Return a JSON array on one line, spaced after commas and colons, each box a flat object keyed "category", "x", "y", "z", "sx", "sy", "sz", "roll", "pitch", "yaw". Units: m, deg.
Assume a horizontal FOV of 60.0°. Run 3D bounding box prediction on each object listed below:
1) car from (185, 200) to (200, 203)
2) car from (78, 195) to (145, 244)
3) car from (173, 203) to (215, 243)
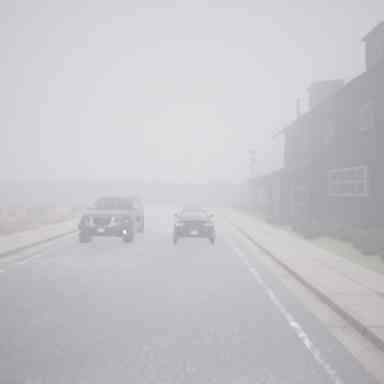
[{"category": "car", "x": 0.062, "y": 1.461, "z": 31.767, "sx": 2.033, "sy": 1.411, "sz": 5.357, "roll": 1, "pitch": 0, "yaw": 0}, {"category": "car", "x": -3.605, "y": 1.155, "z": 15.947, "sx": 2.150, "sy": 2.045, "sz": 5.566, "roll": 1, "pitch": 0, "yaw": 0}, {"category": "car", "x": 0.088, "y": 1.493, "z": 15.900, "sx": 1.812, "sy": 1.442, "sz": 4.674, "roll": 1, "pitch": 0, "yaw": 0}]
